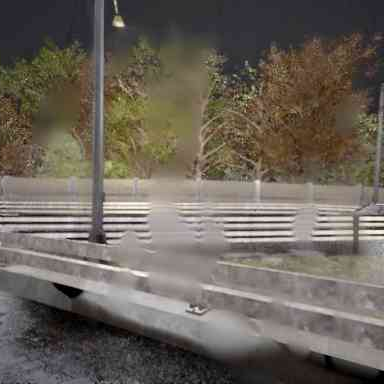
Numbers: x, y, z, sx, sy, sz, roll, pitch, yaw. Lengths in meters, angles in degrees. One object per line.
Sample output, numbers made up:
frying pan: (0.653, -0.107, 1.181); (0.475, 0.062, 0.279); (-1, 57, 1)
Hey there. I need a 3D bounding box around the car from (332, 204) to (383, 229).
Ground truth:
car: (9.941, 1.412, 17.895); (4.553, 1.767, 2.097); (2, 0, -11)
